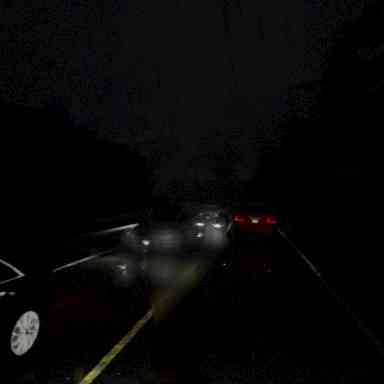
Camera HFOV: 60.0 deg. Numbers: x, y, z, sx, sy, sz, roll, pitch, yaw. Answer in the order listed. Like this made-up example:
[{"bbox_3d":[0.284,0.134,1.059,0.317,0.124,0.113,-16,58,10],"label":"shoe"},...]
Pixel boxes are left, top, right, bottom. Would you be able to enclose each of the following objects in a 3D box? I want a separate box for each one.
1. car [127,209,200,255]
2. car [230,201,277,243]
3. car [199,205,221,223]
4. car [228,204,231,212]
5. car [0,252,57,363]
[{"bbox_3d":[-1.131,1.573,13.980,1.837,1.490,4.892,3,0,11],"label":"car"},{"bbox_3d":[3.599,1.571,18.880,2.150,2.045,5.566,3,-1,11],"label":"car"},{"bbox_3d":[1.630,1.887,29.855,1.812,1.442,4.674,3,-1,8],"label":"car"},{"bbox_3d":[6.439,2.292,49.118,1.837,1.490,4.892,3,-1,0],"label":"car"},{"bbox_3d":[-3.283,1.361,3.129,1.837,1.490,4.892,3,-1,12],"label":"car"}]
